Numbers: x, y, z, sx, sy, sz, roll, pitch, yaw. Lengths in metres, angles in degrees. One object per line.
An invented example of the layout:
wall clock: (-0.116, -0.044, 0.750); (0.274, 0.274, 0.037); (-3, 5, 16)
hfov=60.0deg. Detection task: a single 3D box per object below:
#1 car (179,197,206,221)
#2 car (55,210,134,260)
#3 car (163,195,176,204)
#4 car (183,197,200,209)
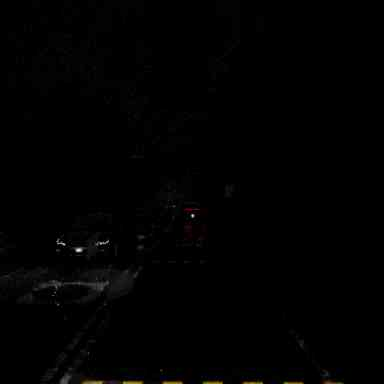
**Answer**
car: (0.048, 1.390, 25.672); (1.837, 1.490, 4.892); (0, 0, 0)
car: (-3.363, 1.461, 12.288); (1.837, 1.490, 4.892); (0, 0, 0)
car: (-3.547, 1.187, 53.456); (2.128, 1.511, 4.902); (0, 0, 0)
car: (-0.035, 1.348, 41.548); (1.994, 1.385, 4.181); (0, 0, 0)
